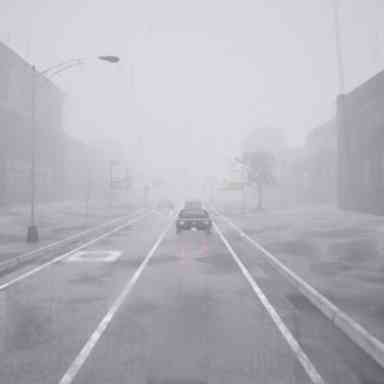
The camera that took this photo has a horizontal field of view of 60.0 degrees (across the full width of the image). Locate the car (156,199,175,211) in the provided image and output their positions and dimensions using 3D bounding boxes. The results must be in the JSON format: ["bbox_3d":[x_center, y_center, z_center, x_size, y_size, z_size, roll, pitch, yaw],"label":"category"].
[{"bbox_3d":[-3.080,1.495,39.554,1.994,1.385,4.181,0,0,0],"label":"car"}]

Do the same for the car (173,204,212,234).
[{"bbox_3d":[0.105,1.588,19.077,1.895,1.301,4.718,0,0,0],"label":"car"}]

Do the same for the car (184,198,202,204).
[{"bbox_3d":[0.110,1.402,37.306,1.882,1.535,5.008,1,0,0],"label":"car"}]
